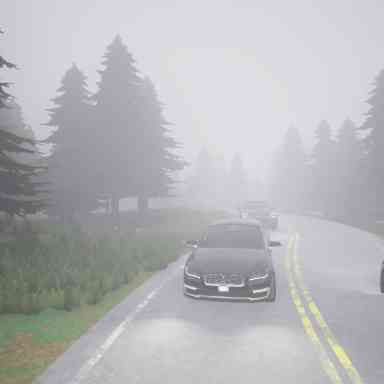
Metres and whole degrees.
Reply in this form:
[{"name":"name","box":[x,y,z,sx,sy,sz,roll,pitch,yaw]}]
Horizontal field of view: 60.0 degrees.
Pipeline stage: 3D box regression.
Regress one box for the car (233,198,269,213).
[{"name":"car","box":[6.212,1.409,35.736,1.837,1.490,4.892,2,-1,-16]}]

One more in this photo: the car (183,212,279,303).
[{"name":"car","box":[1.093,1.496,8.415,1.837,1.490,4.892,-1,0,12]}]

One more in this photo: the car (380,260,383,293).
[{"name":"car","box":[4.495,1.308,4.644,2.097,1.767,4.553,-1,0,8]}]

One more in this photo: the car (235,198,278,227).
[{"name":"car","box":[3.882,1.270,20.367,2.097,1.767,4.553,-1,0,5]}]

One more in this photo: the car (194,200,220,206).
[{"name":"car","box":[1.931,1.798,44.862,1.812,1.442,4.674,3,-5,-35]}]
